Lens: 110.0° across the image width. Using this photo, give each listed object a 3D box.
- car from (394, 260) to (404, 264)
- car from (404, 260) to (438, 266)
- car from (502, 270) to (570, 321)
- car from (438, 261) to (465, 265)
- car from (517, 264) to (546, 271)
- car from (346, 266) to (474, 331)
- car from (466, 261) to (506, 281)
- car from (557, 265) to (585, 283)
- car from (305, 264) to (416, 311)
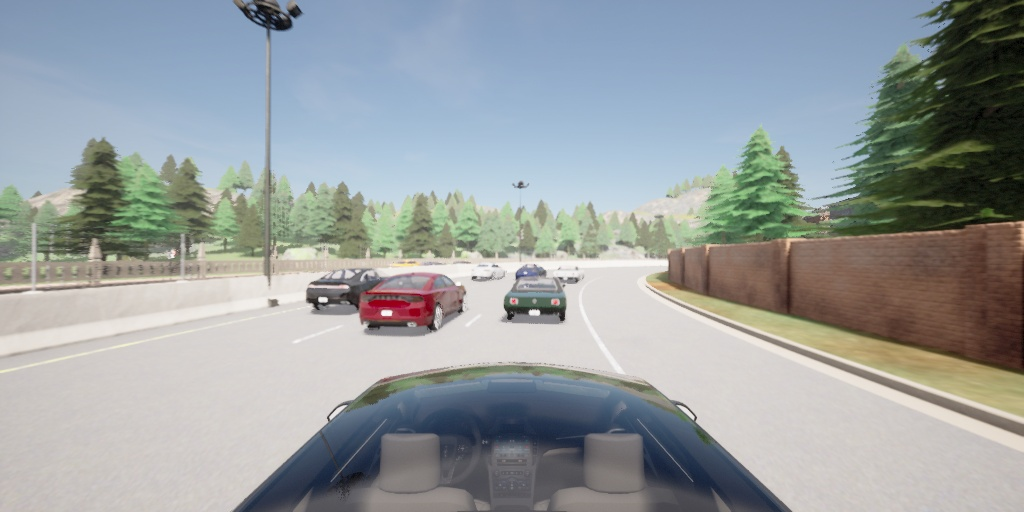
[{"bbox_3d":[-12.718,1.207,42.604,1.882,1.535,5.008,0,0,23],"label":"car"},{"bbox_3d":[-9.590,1.289,41.187,2.033,1.411,5.357,0,0,22],"label":"car"},{"bbox_3d":[0.945,1.364,12.632,1.895,1.301,4.718,0,0,7],"label":"car"},{"bbox_3d":[-5.957,1.283,40.666,1.812,1.442,4.674,0,0,23],"label":"car"},{"bbox_3d":[1.722,1.346,30.844,1.994,1.385,4.181,0,0,18],"label":"car"},{"bbox_3d":[-2.738,1.224,11.053,1.882,1.535,5.008,0,0,6],"label":"car"},{"bbox_3d":[-1.981,1.291,30.844,1.812,1.442,4.674,0,0,18],"label":"car"},{"bbox_3d":[4.669,1.393,28.809,1.895,1.301,4.718,0,0,18],"label":"car"},{"bbox_3d":[-5.869,1.227,14.128,2.128,1.511,4.902,0,0,7],"label":"car"}]
